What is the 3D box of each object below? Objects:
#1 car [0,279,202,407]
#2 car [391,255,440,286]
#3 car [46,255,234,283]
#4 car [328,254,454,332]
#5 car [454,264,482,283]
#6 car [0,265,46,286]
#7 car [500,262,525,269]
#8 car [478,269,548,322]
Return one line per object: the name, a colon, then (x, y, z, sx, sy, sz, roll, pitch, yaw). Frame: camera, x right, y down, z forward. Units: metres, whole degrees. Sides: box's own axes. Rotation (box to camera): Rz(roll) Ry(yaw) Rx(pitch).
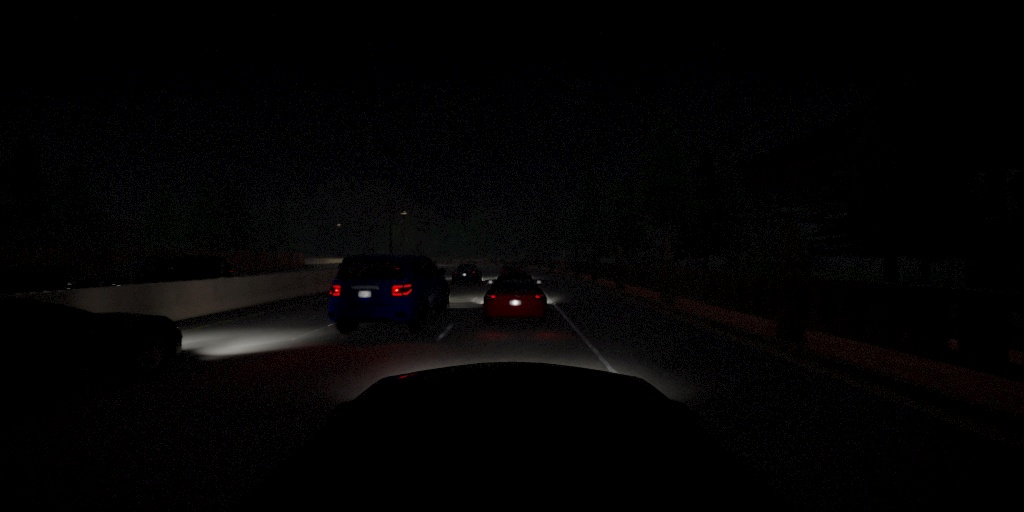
car: (-6.907, 1.258, 4.488, 1.837, 1.490, 4.892, 0, 1, 0)
car: (-6.923, 0.973, 26.457, 2.150, 2.045, 5.566, 0, 0, -1)
car: (-14.104, 0.975, 14.521, 2.150, 2.045, 5.566, 0, 0, 0)
car: (-3.402, 0.972, 10.970, 2.150, 2.045, 5.566, 0, 0, 0)
car: (-3.449, 1.315, 27.856, 1.994, 1.385, 4.181, 0, 0, -1)
car: (-17.607, 1.106, 12.496, 2.097, 1.767, 4.553, 0, 0, 0)
car: (0.034, 1.228, 28.890, 1.882, 1.535, 5.008, 0, 0, -1)
car: (0.098, 1.314, 12.319, 1.994, 1.385, 4.181, 0, 0, 0)
